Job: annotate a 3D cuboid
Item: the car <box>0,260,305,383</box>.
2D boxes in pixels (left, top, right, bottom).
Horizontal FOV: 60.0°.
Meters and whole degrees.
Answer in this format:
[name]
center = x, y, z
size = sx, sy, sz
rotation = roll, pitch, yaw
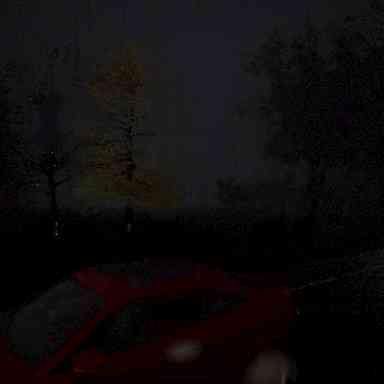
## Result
[car]
center = -0.774, 1.526, 3.393
size = 4.674, 1.442, 1.812
rotation = 0, 0, -35
